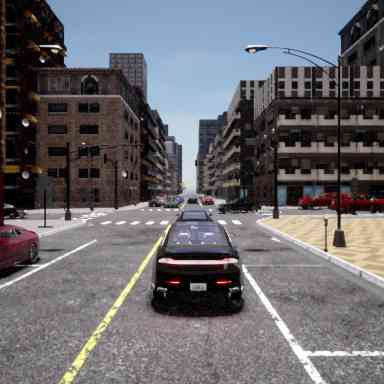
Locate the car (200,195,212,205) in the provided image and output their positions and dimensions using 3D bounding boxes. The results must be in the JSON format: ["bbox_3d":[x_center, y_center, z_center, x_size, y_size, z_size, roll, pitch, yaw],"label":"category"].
[{"bbox_3d":[2.763,1.458,56.897,1.967,1.590,4.097,0,0,0],"label":"car"}]

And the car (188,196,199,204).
[{"bbox_3d":[0.186,1.588,66.340,1.994,1.385,4.181,0,0,0],"label":"car"}]

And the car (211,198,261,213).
[{"bbox_3d":[4.706,1.416,33.656,4.674,1.442,1.812,-1,0,-16],"label":"car"}]

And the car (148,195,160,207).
[{"bbox_3d":[-5.624,1.581,51.223,1.947,1.339,4.313,0,0,0],"label":"car"}]

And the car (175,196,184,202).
[{"bbox_3d":[-2.898,1.572,79.039,2.033,1.411,5.357,0,0,0],"label":"car"}]

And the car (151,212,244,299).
[{"bbox_3d":[0.113,1.491,8.405,2.128,1.511,4.902,0,0,0],"label":"car"}]

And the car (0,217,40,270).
[{"bbox_3d":[-5.730,1.582,9.199,1.802,1.307,4.206,0,0,0],"label":"car"}]

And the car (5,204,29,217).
[{"bbox_3d":[-18.130,1.806,31.496,4.902,1.511,2.128,-1,0,0],"label":"car"}]

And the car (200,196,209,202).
[{"bbox_3d":[2.786,1.612,73.944,1.802,1.307,4.206,0,0,0],"label":"car"}]

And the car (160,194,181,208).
[{"bbox_3d":[-3.003,1.365,48.170,2.097,1.767,4.553,0,0,0],"label":"car"}]

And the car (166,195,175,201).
[{"bbox_3d":[-5.580,1.481,85.318,1.967,1.590,4.097,0,0,0],"label":"car"}]

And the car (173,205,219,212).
[{"bbox_3d":[0.121,1.565,17.020,1.994,1.385,4.181,0,0,0],"label":"car"}]

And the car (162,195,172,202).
[{"bbox_3d":[-5.595,1.471,73.953,1.967,1.590,4.097,0,0,0],"label":"car"}]

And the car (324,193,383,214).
[{"bbox_3d":[14.731,1.029,29.134,5.009,1.841,2.192,-1,1,0],"label":"car"}]

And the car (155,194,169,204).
[{"bbox_3d":[-5.610,1.337,62.588,2.192,1.841,5.009,0,0,0],"label":"car"}]

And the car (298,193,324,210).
[{"bbox_3d":[14.608,1.015,37.512,5.009,1.841,2.192,-1,1,0],"label":"car"}]

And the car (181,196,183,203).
[{"bbox_3d":[-3.005,1.620,58.103,1.895,1.301,4.718,0,0,0],"label":"car"}]
